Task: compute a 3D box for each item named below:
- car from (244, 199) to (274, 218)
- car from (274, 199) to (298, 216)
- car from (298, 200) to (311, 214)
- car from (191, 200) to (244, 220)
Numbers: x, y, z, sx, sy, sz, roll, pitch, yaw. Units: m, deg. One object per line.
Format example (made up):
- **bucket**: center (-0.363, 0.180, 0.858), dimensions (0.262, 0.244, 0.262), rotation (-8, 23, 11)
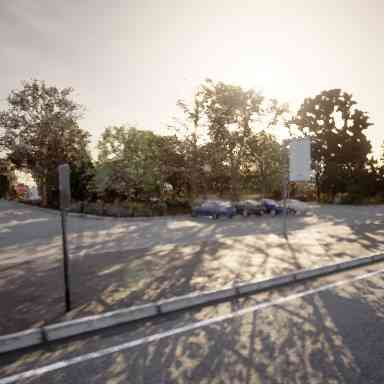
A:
- **car**: center (4.422, 1.436, 29.740), dimensions (2.231, 1.521, 4.892), rotation (0, 0, -36)
- **car**: center (7.077, 1.429, 31.654), dimensions (2.097, 1.535, 5.008), rotation (0, 0, -36)
- **car**: center (9.642, 1.463, 33.480), dimensions (2.002, 1.452, 4.674), rotation (0, 0, -36)
- **car**: center (1.756, 1.481, 27.835), dimensions (2.002, 1.452, 4.674), rotation (0, 0, -36)
